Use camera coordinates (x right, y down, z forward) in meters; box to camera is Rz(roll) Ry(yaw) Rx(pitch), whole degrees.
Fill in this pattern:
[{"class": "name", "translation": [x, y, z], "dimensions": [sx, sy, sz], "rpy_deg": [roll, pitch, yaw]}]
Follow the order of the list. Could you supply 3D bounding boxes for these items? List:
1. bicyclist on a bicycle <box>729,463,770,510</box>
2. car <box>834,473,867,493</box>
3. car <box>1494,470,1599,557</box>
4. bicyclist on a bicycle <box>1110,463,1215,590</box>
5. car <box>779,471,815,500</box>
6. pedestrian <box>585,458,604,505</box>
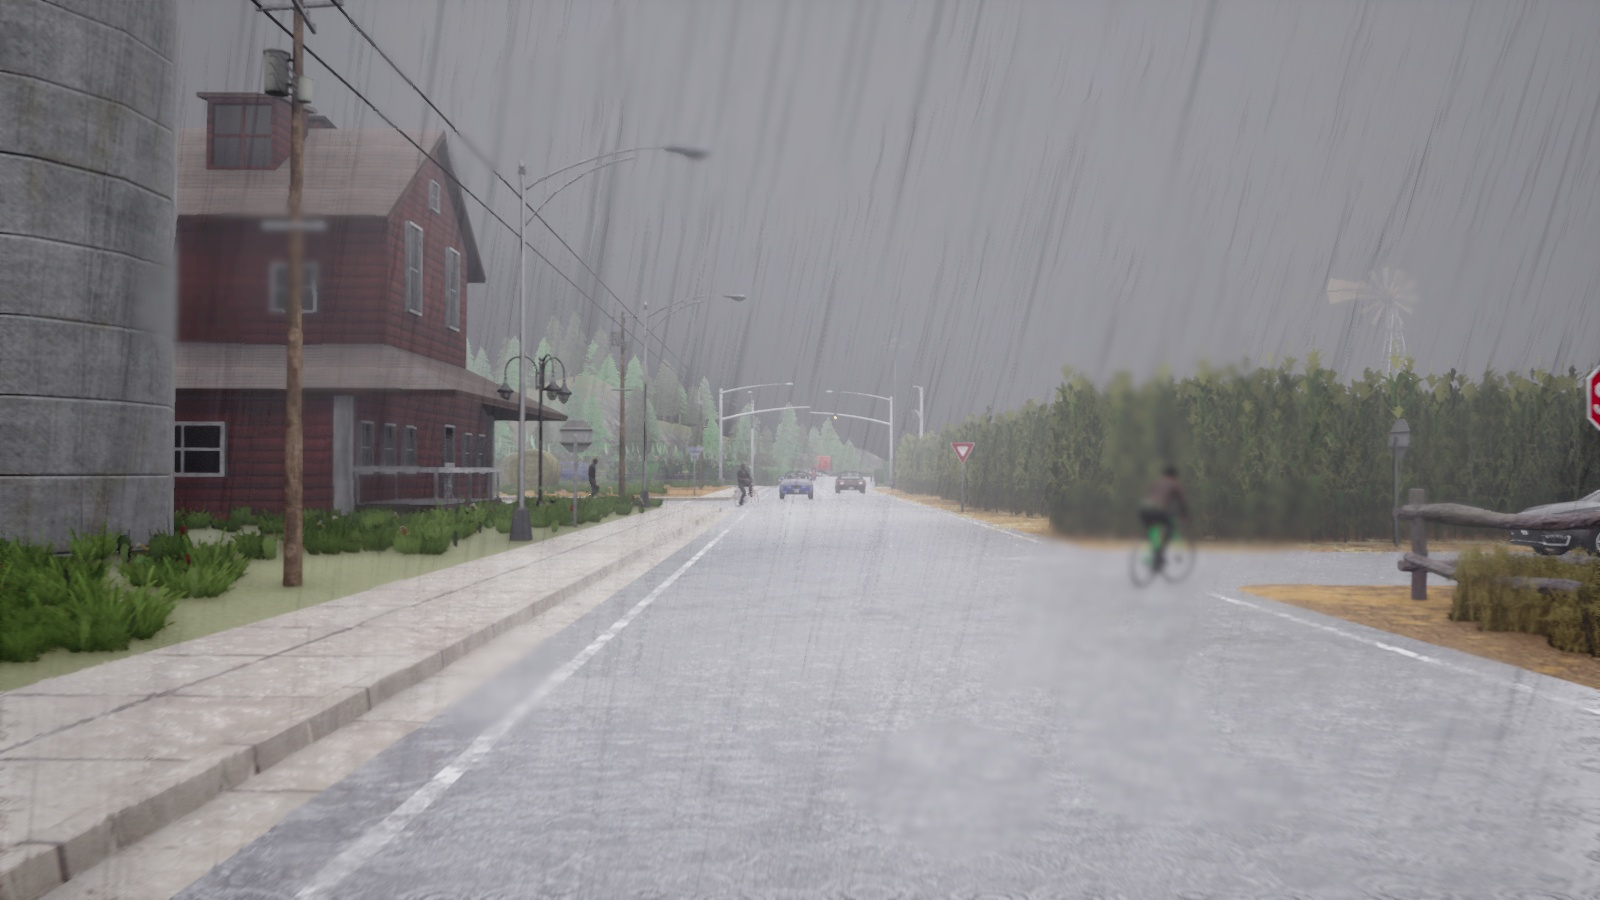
[{"class": "bicyclist on a bicycle", "translation": [-2.016, 1.432, 49.736], "dimensions": [0.659, 1.776, 1.843], "rpy_deg": [-3, 1, -36]}, {"class": "car", "translation": [3.284, 2.152, 82.384], "dimensions": [1.895, 1.301, 4.718], "rpy_deg": [0, -1, 0]}, {"class": "car", "translation": [15.338, 1.096, 22.404], "dimensions": [4.892, 1.490, 1.837], "rpy_deg": [0, -1, 0]}, {"class": "bicyclist on a bicycle", "translation": [4.954, 1.005, 17.124], "dimensions": [0.582, 1.620, 1.656], "rpy_deg": [3, 2, 45]}, {"class": "car", "translation": [-0.174, 1.837, 66.480], "dimensions": [1.816, 1.474, 4.193], "rpy_deg": [0, -1, 0]}, {"class": "pedestrian", "translation": [-8.020, 1.225, 49.044], "dimensions": [0.720, 1.854, 0.376], "rpy_deg": [0, -1, -9]}]
